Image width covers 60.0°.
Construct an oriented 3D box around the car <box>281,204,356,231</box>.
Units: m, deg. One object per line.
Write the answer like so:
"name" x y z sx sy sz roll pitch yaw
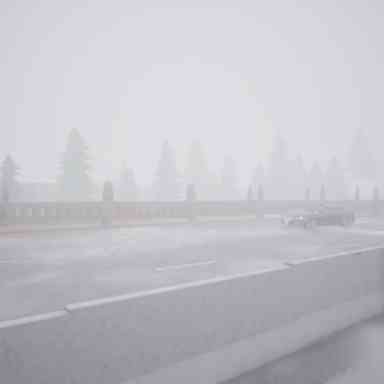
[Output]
"car" 7.639 1.461 20.102 4.902 1.511 2.128 0 0 -25
